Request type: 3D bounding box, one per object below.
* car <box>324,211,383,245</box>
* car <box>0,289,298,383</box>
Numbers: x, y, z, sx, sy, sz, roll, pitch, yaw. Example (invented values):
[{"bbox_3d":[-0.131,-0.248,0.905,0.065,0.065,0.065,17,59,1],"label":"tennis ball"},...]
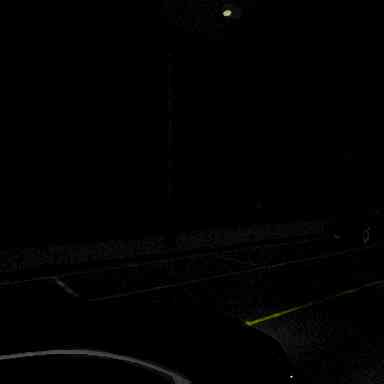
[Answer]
[{"bbox_3d":[8.036,1.566,15.630,4.313,1.339,1.947,0,0,-36],"label":"car"},{"bbox_3d":[-1.300,1.506,2.241,4.892,1.490,1.837,0,0,-35],"label":"car"}]
